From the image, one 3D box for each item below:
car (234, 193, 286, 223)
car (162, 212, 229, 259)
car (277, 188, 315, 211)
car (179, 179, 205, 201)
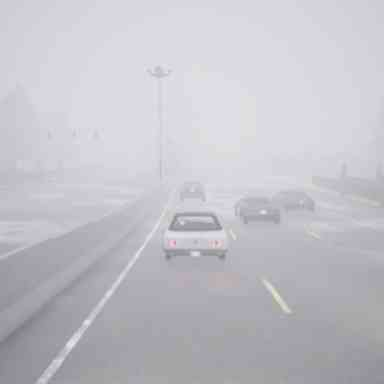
[{"bbox_3d":[3.576,0.833,18.760,1.994,1.385,4.181,0,4,0],"label":"car"},{"bbox_3d":[0.098,1.331,11.470,1.895,1.301,4.718,0,3,0],"label":"car"},{"bbox_3d":[7.054,0.422,23.406,1.994,1.385,4.181,0,6,0],"label":"car"},{"bbox_3d":[0.027,-0.333,28.378,2.097,1.767,4.553,0,6,0],"label":"car"}]
